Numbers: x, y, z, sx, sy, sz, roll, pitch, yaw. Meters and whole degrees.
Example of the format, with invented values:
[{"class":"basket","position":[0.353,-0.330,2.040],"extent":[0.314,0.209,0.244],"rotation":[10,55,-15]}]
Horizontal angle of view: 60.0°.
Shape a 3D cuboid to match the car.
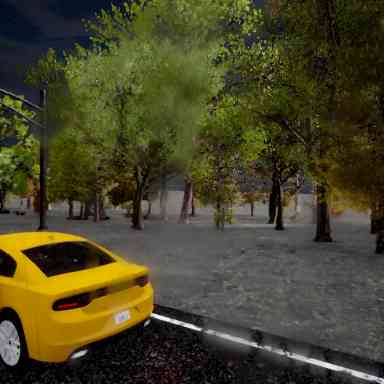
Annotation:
[{"class":"car","position":[-2.922,1.444,5.765],"extent":[5.008,1.535,1.882],"rotation":[1,0,35]}]
